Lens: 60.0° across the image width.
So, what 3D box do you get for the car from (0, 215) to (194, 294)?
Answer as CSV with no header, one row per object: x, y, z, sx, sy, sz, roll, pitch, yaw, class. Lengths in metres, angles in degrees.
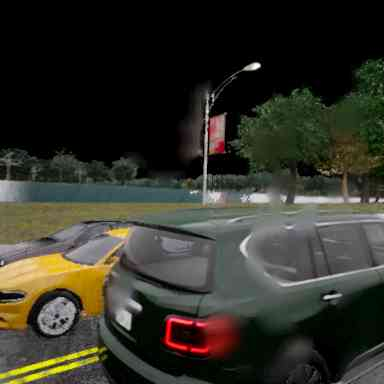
-2.723,1.548,9.727,5.357,1.411,2.033,0,0,-36,car

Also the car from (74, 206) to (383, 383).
1.562,1.221,4.553,5.566,2.045,2.150,0,0,-36,car

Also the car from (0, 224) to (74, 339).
-1.285,1.478,6.761,5.008,1.535,1.882,0,0,-35,car
